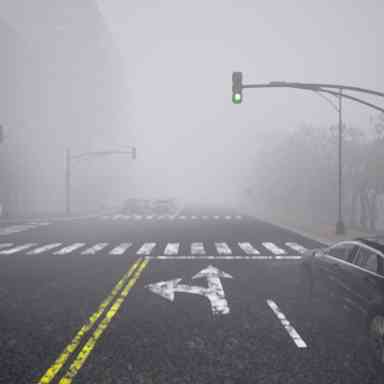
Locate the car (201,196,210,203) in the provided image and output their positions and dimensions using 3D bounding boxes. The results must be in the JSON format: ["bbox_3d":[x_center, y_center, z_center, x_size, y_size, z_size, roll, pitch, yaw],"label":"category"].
[{"bbox_3d":[3.185,1.725,78.446,1.882,1.535,5.008,0,0,0],"label":"car"}]

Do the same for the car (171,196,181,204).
[{"bbox_3d":[-3.310,1.719,70.772,1.837,1.490,4.892,0,0,0],"label":"car"}]

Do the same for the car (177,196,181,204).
[{"bbox_3d":[-3.382,1.649,57.118,1.882,1.535,5.008,0,0,1],"label":"car"}]

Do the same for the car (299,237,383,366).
[{"bbox_3d":[3.344,1.507,5.643,2.128,1.511,4.902,0,0,0],"label":"car"}]

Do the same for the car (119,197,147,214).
[{"bbox_3d":[-6.633,1.458,36.948,2.097,1.767,4.553,0,0,0],"label":"car"}]

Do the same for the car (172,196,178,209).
[{"bbox_3d":[-3.380,1.700,46.505,1.994,1.385,4.181,0,0,1],"label":"car"}]

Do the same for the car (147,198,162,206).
[{"bbox_3d":[-6.631,1.725,59.193,2.033,1.411,5.357,0,0,0],"label":"car"}]

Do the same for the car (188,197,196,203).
[{"bbox_3d":[-0.064,1.842,78.373,1.895,1.301,4.718,0,0,0],"label":"car"}]

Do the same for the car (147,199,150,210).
[{"bbox_3d":[-6.638,1.683,46.377,2.033,1.411,5.357,0,0,0],"label":"car"}]

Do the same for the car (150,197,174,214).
[{"bbox_3d":[-3.370,1.634,37.754,1.812,1.442,4.674,0,0,-2],"label":"car"}]
